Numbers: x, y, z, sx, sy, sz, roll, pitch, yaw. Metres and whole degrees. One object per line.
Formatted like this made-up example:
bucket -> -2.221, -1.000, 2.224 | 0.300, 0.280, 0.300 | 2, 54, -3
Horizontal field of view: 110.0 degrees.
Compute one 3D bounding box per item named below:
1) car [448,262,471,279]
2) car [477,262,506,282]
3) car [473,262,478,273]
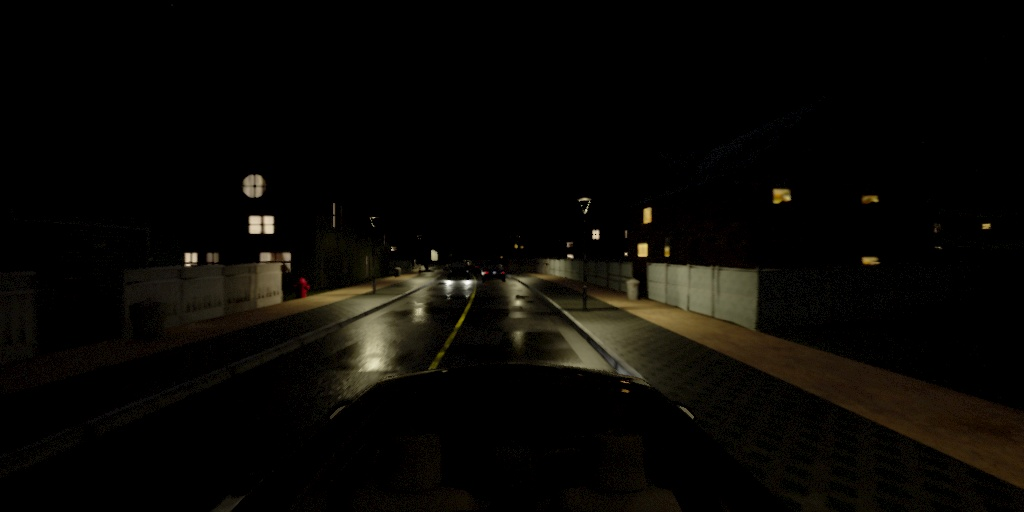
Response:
car -> -4.751, 1.243, 32.578 | 1.882, 1.535, 5.008 | 0, 0, -6
car -> -1.550, 1.291, 28.937 | 2.033, 1.411, 5.357 | 0, 0, -6
car -> -3.690, 1.403, 44.048 | 1.994, 1.385, 4.181 | 0, 0, -9
